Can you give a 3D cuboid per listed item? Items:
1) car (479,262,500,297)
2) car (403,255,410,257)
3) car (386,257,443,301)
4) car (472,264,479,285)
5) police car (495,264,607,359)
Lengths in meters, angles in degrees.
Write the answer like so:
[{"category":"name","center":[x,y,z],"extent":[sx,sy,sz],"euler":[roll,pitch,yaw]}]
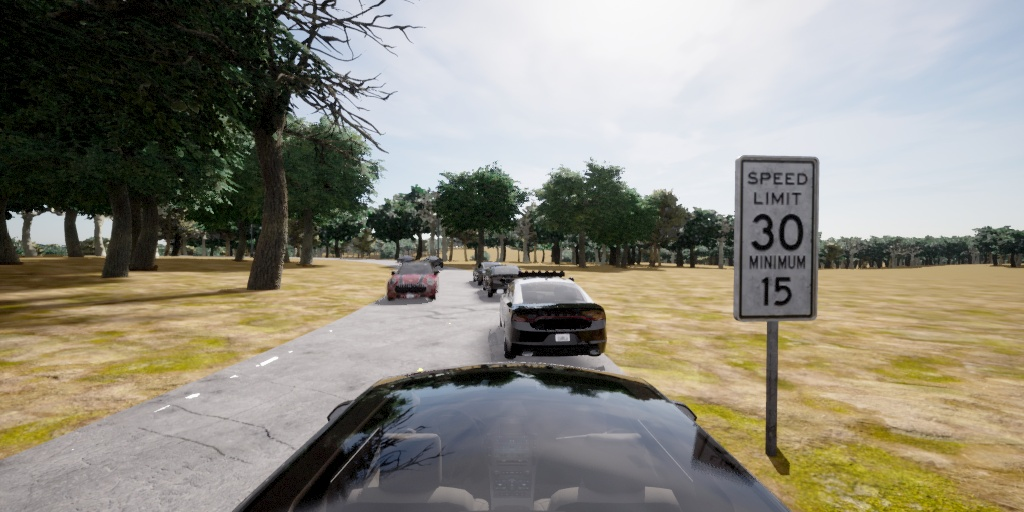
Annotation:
[{"category":"car","center":[-0.458,1.174,18.655],"extent":[1.882,1.535,5.008],"euler":[0,1,-9]},{"category":"car","center":[-18.386,0.513,61.891],"extent":[1.994,1.385,4.181],"euler":[-1,1,-35]},{"category":"car","center":[-4.577,1.072,17.155],"extent":[2.097,1.767,4.553],"euler":[0,0,-9]},{"category":"car","center":[-1.596,1.142,24.680],"extent":[1.837,1.490,4.892],"euler":[0,1,-12]},{"category":"police car","center":[0.682,1.167,8.615],"extent":[1.930,1.638,5.238],"euler":[0,0,-4]}]
